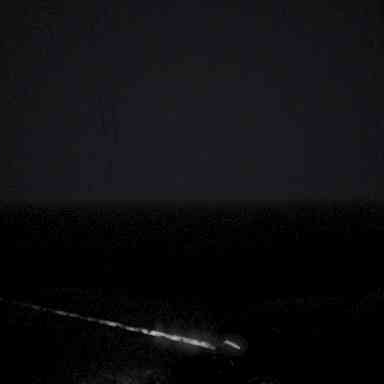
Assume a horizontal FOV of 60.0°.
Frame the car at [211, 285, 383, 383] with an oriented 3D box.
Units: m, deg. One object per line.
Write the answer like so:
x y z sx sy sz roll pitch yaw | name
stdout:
2.482 1.583 3.148 4.674 1.442 1.812 0 -1 27 | car
